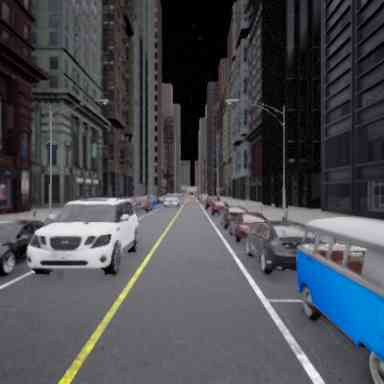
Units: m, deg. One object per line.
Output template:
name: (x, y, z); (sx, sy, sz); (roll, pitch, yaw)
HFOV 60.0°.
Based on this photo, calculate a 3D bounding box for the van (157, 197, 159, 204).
van: (-5.774, 1.388, 44.206); (1.690, 1.788, 3.998); (0, 0, 0)

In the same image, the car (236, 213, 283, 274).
car: (2.758, 1.558, 10.405); (2.008, 1.369, 4.403); (0, 0, 0)

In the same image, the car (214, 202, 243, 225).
car: (2.756, 1.569, 21.678); (2.008, 1.369, 4.403); (0, 0, 0)

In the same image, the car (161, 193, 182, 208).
car: (-3.089, 1.279, 51.036); (2.150, 2.045, 5.566); (0, 0, 0)

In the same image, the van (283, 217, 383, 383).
van: (2.759, 1.344, 4.769); (1.690, 1.788, 3.998); (0, 0, 0)

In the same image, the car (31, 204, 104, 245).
car: (-5.768, 1.452, 16.024); (1.967, 1.590, 4.097); (0, 0, 0)

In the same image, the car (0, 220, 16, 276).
car: (-5.767, 1.573, 10.387); (1.947, 1.339, 4.313); (0, 0, 0)

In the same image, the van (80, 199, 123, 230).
van: (-5.769, 1.359, 21.661); (1.690, 1.788, 3.998); (0, 0, 0)

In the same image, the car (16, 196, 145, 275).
car: (-3.102, 1.229, 10.792); (2.150, 2.045, 5.566); (0, 0, 0)

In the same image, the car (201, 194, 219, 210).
car: (2.751, 1.362, 44.222); (2.192, 1.841, 5.009); (0, 0, 0)

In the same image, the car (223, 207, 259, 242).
car: (2.757, 1.594, 16.041); (1.802, 1.307, 4.206); (0, 0, 0)

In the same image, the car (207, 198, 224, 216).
car: (2.754, 1.576, 32.950); (1.887, 1.381, 4.507); (0, 0, 0)

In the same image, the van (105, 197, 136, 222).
van: (-5.771, 1.366, 27.297); (1.690, 1.788, 3.998); (0, 0, 0)

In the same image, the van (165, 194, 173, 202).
van: (-5.783, 1.462, 83.663); (1.690, 1.788, 3.998); (0, 0, 0)

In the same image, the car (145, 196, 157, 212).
car: (-5.773, 1.354, 38.570); (2.192, 1.841, 5.009); (0, 0, 0)

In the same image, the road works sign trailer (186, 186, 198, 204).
road works sign trailer: (-0.014, 0.555, 68.721); (2.380, 3.560, 2.880); (0, 0, 0)

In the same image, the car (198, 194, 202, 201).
car: (2.746, 1.612, 66.938); (1.752, 1.417, 4.829); (0, 0, 0)

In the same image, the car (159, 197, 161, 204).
car: (-5.777, 1.620, 61.116); (1.887, 1.381, 4.507); (0, 0, 0)
